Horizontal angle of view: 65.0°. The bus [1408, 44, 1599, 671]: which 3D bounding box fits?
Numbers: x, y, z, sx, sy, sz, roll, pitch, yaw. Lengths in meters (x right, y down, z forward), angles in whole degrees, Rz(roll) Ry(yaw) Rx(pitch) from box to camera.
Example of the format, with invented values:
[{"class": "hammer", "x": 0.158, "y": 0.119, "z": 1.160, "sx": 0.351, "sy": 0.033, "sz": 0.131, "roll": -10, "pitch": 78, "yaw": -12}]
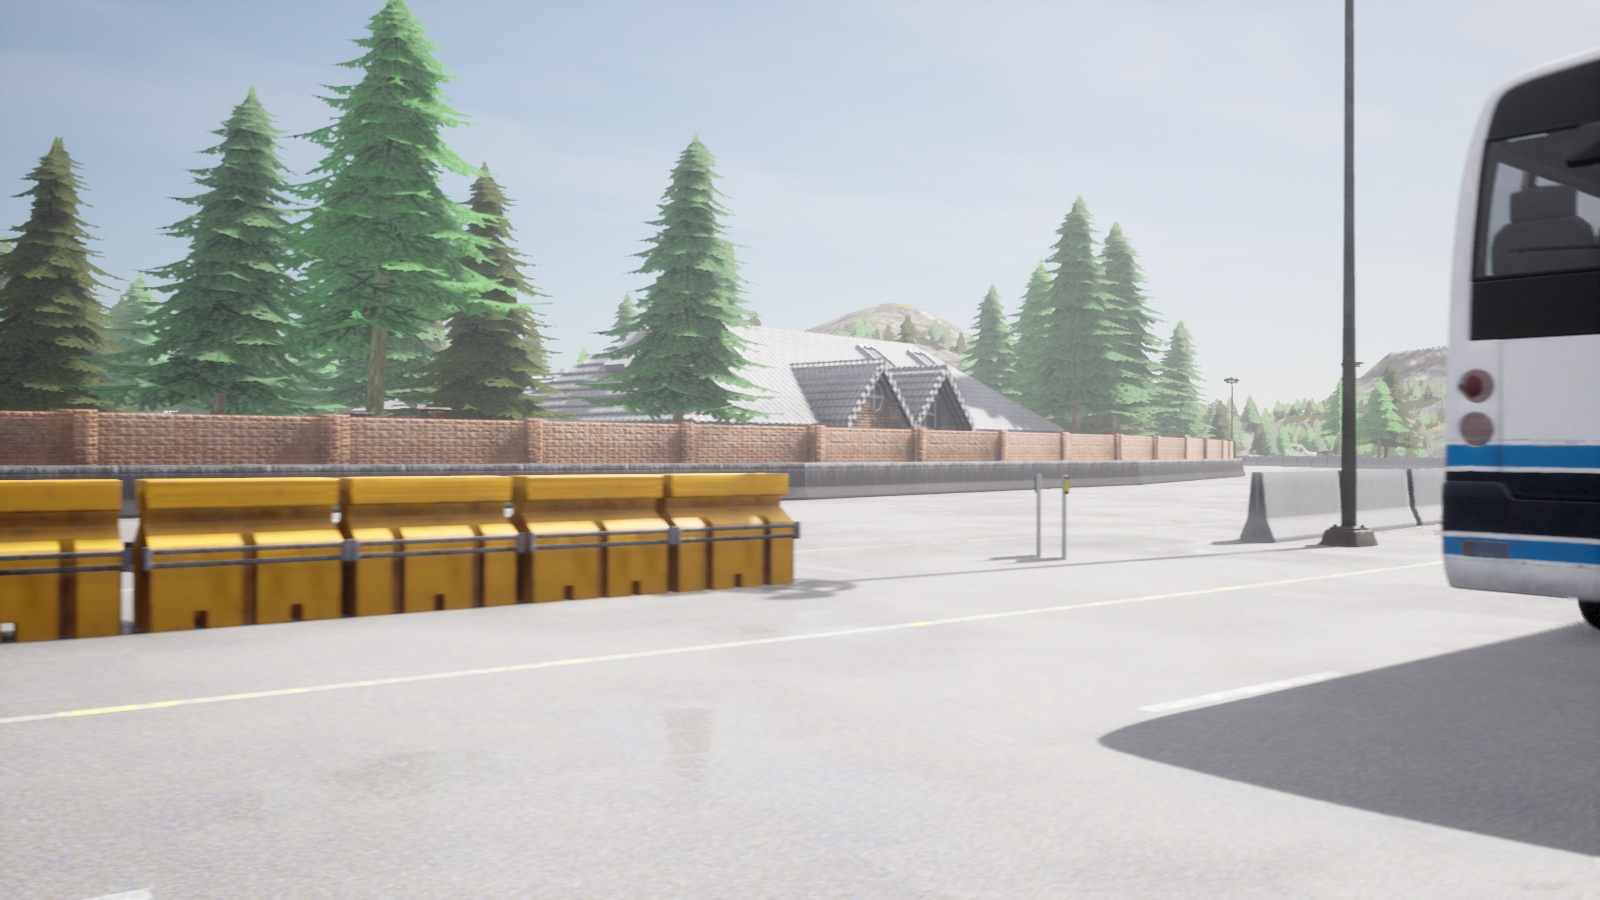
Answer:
[{"class": "bus", "x": 9.819, "y": -0.625, "z": 11.256, "sx": 10.273, "sy": 4.253, "sz": 3.944, "roll": 0, "pitch": 0, "yaw": -40}]
